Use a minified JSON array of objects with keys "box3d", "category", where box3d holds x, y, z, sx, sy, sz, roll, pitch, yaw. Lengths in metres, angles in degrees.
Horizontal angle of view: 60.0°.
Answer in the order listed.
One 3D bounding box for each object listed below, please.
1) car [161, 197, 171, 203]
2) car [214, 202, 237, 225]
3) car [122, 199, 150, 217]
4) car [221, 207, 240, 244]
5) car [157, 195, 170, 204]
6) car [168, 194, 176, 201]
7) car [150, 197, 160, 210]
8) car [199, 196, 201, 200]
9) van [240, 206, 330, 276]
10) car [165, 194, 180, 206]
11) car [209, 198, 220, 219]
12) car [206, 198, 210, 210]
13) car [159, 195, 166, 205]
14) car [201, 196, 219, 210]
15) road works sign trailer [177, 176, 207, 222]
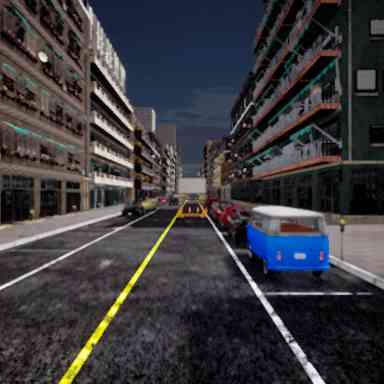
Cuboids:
[{"box3d":[-5.684,1.735,72.131,1.802,1.307,4.206,0,0,0],"category":"car"},{"box3d":[2.694,1.596,21.399,1.887,1.381,4.507,0,0,0],"category":"car"},{"box3d":[-5.686,1.642,32.675,1.947,1.339,4.313,0,0,0],"category":"car"},{"box3d":[2.693,1.604,15.762,1.947,1.339,4.313,0,0,0],"category":"car"},{"box3d":[-5.683,1.458,66.495,2.192,1.841,5.009,0,0,0],"category":"car"},{"box3d":[-5.680,1.509,94.677,2.192,1.841,5.009,0,0,0],"category":"car"},{"box3d":[-5.685,1.624,43.778,1.752,1.417,4.829,0,0,0],"category":"car"},{"box3d":[2.699,1.720,94.842,1.752,1.417,4.829,0,0,0],"category":"car"},{"box3d":[2.694,1.366,10.126,1.690,1.788,3.998,0,0,0],"category":"van"},{"box3d":[-3.056,1.629,57.142,1.837,1.490,4.892,0,0,0],"category":"car"},{"box3d":[2.694,1.504,27.036,1.967,1.590,4.097,0,0,0],"category":"car"},{"box3d":[2.695,1.627,32.671,2.008,1.369,4.403,0,0,0],"category":"car"},{"box3d":[-5.684,1.572,60.859,1.967,1.590,4.097,0,0,0],"category":"car"},{"box3d":[2.697,1.414,43.945,2.192,1.841,5.009,0,0,0],"category":"car"},{"box3d":[0.003,0.528,27.170,2.380,3.560,2.880,0,0,0],"category":"road works sign trailer"}]
